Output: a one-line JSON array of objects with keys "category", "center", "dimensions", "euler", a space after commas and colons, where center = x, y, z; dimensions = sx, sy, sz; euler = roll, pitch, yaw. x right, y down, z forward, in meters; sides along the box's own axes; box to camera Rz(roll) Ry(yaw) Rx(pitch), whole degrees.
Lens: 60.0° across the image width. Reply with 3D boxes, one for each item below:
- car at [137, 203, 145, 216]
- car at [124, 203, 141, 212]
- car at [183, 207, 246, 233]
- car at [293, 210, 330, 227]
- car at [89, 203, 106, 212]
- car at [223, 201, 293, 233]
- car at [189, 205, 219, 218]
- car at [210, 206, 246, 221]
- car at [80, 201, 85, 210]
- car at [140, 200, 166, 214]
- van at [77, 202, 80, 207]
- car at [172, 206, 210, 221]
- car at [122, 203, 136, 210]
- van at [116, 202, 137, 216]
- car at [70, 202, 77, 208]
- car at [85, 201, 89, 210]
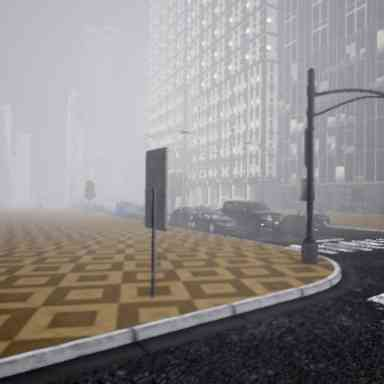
[{"category": "car", "center": [-4.857, 2.307, 41.261], "dimensions": [1.837, 1.490, 4.892], "euler": [1, -1, -26]}, {"category": "car", "center": [-10.789, 2.731, 60.138], "dimensions": [1.837, 1.490, 4.892], "euler": [1, -2, -26]}, {"category": "car", "center": [1.391, 1.951, 22.820], "dimensions": [2.008, 1.369, 4.403], "euler": [0, -1, -26]}, {"category": "car", "center": [8.896, 2.080, 26.548], "dimensions": [2.008, 1.369, 4.403], "euler": [0, -1, -26]}, {"category": "car", "center": [-16.131, 2.699, 58.076], "dimensions": [2.008, 1.369, 4.403], "euler": [0, -1, -26]}, {"category": "car", "center": [4.070, 1.649, 23.285], "dimensions": [2.150, 2.045, 5.566], "euler": [1, -2, -26]}, {"category": "car", "center": [1.386, 2.411, 41.658], "dimensions": [1.947, 1.339, 4.313], "euler": [0, -1, -26]}, {"category": "car", "center": [3.889, 2.305, 36.621], "dimensions": [1.947, 1.339, 4.313], "euler": [0, -1, -26]}, {"category": "car", "center": [-21.137, 2.915, 68.149], "dimensions": [1.887, 1.381, 4.507], "euler": [0, -1, -26]}, {"category": "car", "center": [-6.024, 2.242, 50.635], "dimensions": [2.150, 2.045, 5.566], "euler": [1, -2, -26]}, {"category": "van", "center": [-23.642, 2.824, 73.188], "dimensions": [1.690, 1.788, 3.998], "euler": [0, -1, -26]}, {"category": "car", "center": [-0.374, 2.176, 32.237], "dimensions": [1.994, 1.385, 4.181], "euler": [1, -2, -26]}, {"category": "car", "center": [-13.633, 3.082, 71.875], "dimensions": [1.802, 1.307, 4.206], "euler": [0, -1, -26]}, {"category": "van", "center": [-8.624, 2.164, 42.971], "dimensions": [1.690, 1.788, 3.998], "euler": [0, -1, -26]}, {"category": "car", "center": [-28.646, 3.253, 83.257], "dimensions": [1.887, 1.381, 4.507], "euler": [0, -1, -26]}, {"category": "car", "center": [-18.559, 2.781, 62.961], "dimensions": [1.752, 1.417, 4.829], "euler": [0, -1, -26]}]
